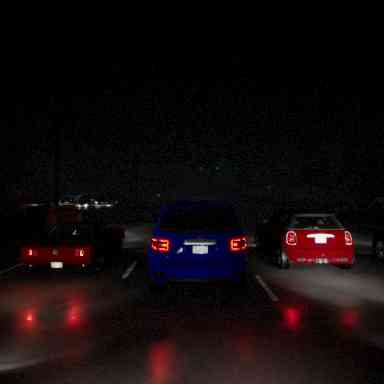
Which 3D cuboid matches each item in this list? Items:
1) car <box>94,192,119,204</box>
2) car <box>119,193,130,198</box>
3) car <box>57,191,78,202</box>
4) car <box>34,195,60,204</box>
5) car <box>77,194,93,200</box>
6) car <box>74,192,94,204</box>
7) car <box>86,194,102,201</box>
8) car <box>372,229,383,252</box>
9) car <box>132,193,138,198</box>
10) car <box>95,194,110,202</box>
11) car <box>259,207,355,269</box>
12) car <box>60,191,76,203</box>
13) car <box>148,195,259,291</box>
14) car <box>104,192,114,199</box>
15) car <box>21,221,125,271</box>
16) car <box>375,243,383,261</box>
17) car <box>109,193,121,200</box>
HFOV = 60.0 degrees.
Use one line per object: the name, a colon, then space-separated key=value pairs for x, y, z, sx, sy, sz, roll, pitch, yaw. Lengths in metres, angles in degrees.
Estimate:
car: x=-14.630 y=0.960 z=57.391 sx=2.150 sy=2.045 sz=5.566 roll=0 pitch=0 yaw=-1
car: x=-14.654 y=1.215 z=68.094 sx=2.033 sy=1.411 sz=5.357 roll=0 pitch=0 yaw=-1
car: x=-25.148 y=0.904 z=67.488 sx=2.150 sy=2.045 sz=5.566 roll=0 pitch=0 yaw=-1
car: x=-25.104 y=1.288 z=57.104 sx=2.033 sy=1.411 sz=5.357 roll=0 pitch=0 yaw=0
car: x=-25.272 y=1.151 z=78.792 sx=2.033 sy=1.411 sz=5.357 roll=0 pitch=0 yaw=-1
car: x=-18.113 y=1.230 z=57.489 sx=2.128 sy=1.511 sz=4.902 roll=0 pitch=0 yaw=0
car: x=-21.714 y=1.181 z=73.660 sx=2.033 sy=1.411 sz=5.357 roll=0 pitch=0 yaw=-1
car: x=7.027 y=1.478 z=9.334 sx=2.128 sy=1.511 sz=4.902 roll=0 pitch=0 yaw=0
car: x=-14.761 y=1.156 z=77.979 sx=2.033 sy=1.411 sz=5.357 roll=0 pitch=0 yaw=-1
car: x=-18.149 y=1.202 z=67.648 sx=1.812 sy=1.442 sz=4.674 roll=0 pitch=0 yaw=-1
car: x=3.516 y=1.336 z=11.234 sx=2.097 sy=1.767 sz=4.553 roll=0 pitch=0 yaw=0
car: x=-21.612 y=0.948 z=59.439 sx=2.150 sy=2.045 sz=5.566 roll=0 pitch=0 yaw=0
car: x=0.051 y=1.208 z=9.136 sx=2.150 sy=2.045 sz=5.566 roll=0 pitch=0 yaw=-2
car: x=-22.403 y=0.899 z=90.092 sx=2.097 sy=1.767 sz=4.553 roll=0 pitch=0 yaw=-7
car: x=-3.479 y=1.585 z=10.776 sx=1.895 sy=1.301 sz=4.718 roll=0 pitch=0 yaw=0
car: x=3.596 y=1.490 z=2.091 sx=2.128 sy=1.511 sz=4.902 roll=0 pitch=0 yaw=0
car: x=-18.276 y=1.107 z=79.508 sx=1.837 sy=1.490 sz=4.892 roll=0 pitch=0 yaw=-1
